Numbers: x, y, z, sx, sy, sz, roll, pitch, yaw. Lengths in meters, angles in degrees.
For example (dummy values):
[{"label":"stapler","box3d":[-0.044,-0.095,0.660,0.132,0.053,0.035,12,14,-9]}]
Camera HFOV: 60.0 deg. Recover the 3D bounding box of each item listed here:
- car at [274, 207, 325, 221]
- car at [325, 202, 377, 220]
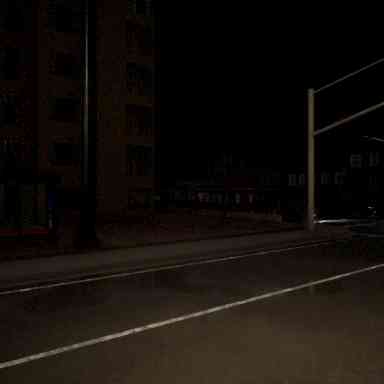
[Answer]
[{"label":"car","box3d":[9.656,2.053,30.988,1.994,1.385,4.181,0,-4,-36]},{"label":"car","box3d":[14.382,1.743,30.804,2.128,1.511,4.902,0,-5,-36]}]
